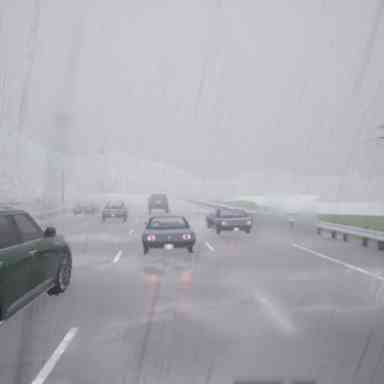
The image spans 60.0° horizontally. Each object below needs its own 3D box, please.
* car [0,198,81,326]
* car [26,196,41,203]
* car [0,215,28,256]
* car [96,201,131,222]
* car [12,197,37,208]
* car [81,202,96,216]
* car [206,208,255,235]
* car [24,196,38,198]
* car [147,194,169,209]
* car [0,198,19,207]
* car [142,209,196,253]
[{"bbox_3d":[-3.782,1.244,5.583,2.150,2.045,5.566,0,0,-4],"label":"car"},{"bbox_3d":[-36.882,1.705,77.620,1.994,1.385,4.181,0,0,-7],"label":"car"},{"bbox_3d":[-7.883,1.647,12.145,1.895,1.301,4.718,0,0,-6],"label":"car"},{"bbox_3d":[-6.052,1.502,26.738,2.128,1.511,4.902,0,0,-7],"label":"car"},{"bbox_3d":[-27.038,1.620,53.860,1.882,1.535,5.008,0,0,-6],"label":"car"},{"bbox_3d":[-10.307,1.637,32.919,1.895,1.301,4.718,0,0,-7],"label":"car"},{"bbox_3d":[1.948,1.559,18.616,1.895,1.301,4.718,0,0,-6],"label":"car"},{"bbox_3d":[-22.826,1.595,47.837,1.882,1.535,5.008,0,0,-6],"label":"car"},{"bbox_3d":[-3.710,1.199,36.693,2.150,2.045,5.566,0,0,-7],"label":"car"},{"bbox_3d":[-30.753,1.732,55.594,1.994,1.385,4.181,0,0,-6],"label":"car"},{"bbox_3d":[-1.019,1.590,13.651,1.895,1.301,4.718,0,0,-6],"label":"car"}]
